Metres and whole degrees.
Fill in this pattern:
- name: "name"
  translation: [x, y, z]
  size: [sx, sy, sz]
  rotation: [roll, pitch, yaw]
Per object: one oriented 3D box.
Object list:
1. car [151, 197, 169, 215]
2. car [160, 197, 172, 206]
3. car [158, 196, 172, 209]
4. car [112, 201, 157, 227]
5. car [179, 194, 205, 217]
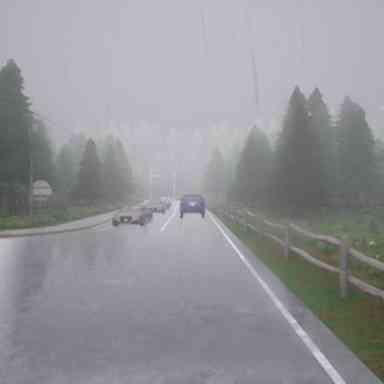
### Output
- name: "car"
  translation: [-3.720, 1.549, 33.904]
  size: [1.994, 1.385, 4.181]
  rotation: [0, 0, -1]
- name: "car"
  translation: [-4.238, 1.509, 54.561]
  size: [1.812, 1.442, 4.674]
  rotation: [0, 0, -1]
- name: "car"
  translation: [-3.929, 1.341, 43.645]
  size: [2.097, 1.767, 4.553]
  rotation: [0, 0, -2]
- name: "car"
  translation: [-3.918, 1.554, 22.512]
  size: [1.994, 1.385, 4.181]
  rotation: [0, 0, 5]
- name: "car"
  translation: [0.029, 1.207, 30.939]
  size: [2.150, 2.045, 5.566]
  rotation: [0, 0, -1]
